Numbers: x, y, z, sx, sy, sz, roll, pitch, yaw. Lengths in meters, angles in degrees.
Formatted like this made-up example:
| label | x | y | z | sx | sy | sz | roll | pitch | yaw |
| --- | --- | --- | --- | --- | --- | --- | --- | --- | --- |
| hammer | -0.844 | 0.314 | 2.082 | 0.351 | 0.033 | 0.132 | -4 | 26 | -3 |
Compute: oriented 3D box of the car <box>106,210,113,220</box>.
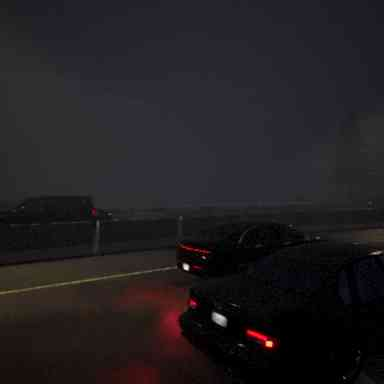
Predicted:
| label | x | y | z | sx | sy | sz | roll | pitch | yaw |
| --- | --- | --- | --- | --- | --- | --- | --- | --- | --- |
| car | -7.127 | 1.489 | 20.117 | 4.674 | 1.442 | 1.812 | 0 | 0 | -33 |

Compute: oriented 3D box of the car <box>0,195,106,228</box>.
| label | x | y | z | sx | sy | sz | roll | pitch | yaw |
| --- | --- | --- | --- | --- | --- | --- | --- | --- | --- |
| car | -7.298 | 1.191 | 15.838 | 5.566 | 2.045 | 2.150 | 0 | 0 | -34 |

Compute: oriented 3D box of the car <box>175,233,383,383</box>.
| label | x | y | z | sx | sy | sz | roll | pitch | yaw |
| --- | --- | --- | --- | --- | --- | --- | --- | --- | --- |
| car | 2.419 | 1.542 | 5.280 | 5.357 | 1.411 | 2.033 | 0 | 0 | -33 |

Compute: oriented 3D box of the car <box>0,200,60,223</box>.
| label | x | y | z | sx | sy | sz | roll | pitch | yaw |
| --- | --- | --- | --- | --- | --- | --- | --- | --- | --- |
| car | -12.700 | 1.429 | 24.815 | 5.008 | 1.535 | 1.882 | 0 | 0 | -33 |

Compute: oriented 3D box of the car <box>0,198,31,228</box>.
| label | x | y | z | sx | sy | sz | roll | pitch | yaw |
| --- | --- | --- | --- | --- | --- | --- | --- | --- | --- |
| car | -12.672 | 1.309 | 20.588 | 4.553 | 1.767 | 2.097 | 0 | 0 | -34 |

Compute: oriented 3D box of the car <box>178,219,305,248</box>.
| label | x | y | z | sx | sy | sz | roll | pitch | yaw |
| --- | --- | --- | --- | --- | --- | --- | --- | --- | --- |
| car | 1.893 | 1.494 | 9.055 | 4.892 | 1.490 | 1.837 | 0 | 0 | -33 |

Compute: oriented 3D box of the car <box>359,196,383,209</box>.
| label | x | y | z | sx | sy | sz | roll | pitch | yaw |
| --- | --- | --- | --- | --- | --- | --- | --- | --- | --- |
| car | 24.174 | 1.318 | 43.633 | 4.553 | 1.767 | 2.097 | 0 | 0 | -20 |
